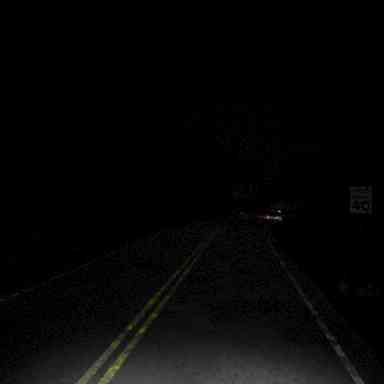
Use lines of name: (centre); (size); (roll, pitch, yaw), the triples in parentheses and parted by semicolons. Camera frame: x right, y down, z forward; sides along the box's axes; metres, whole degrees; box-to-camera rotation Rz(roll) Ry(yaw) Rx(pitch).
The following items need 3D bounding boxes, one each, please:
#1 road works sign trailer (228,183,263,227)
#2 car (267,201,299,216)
road works sign trailer: (4.528, 1.017, 28.085); (2.380, 3.560, 2.880); (0, -1, 27)
car: (12.675, 2.214, 46.231); (5.566, 2.045, 2.150); (1, -4, -44)
